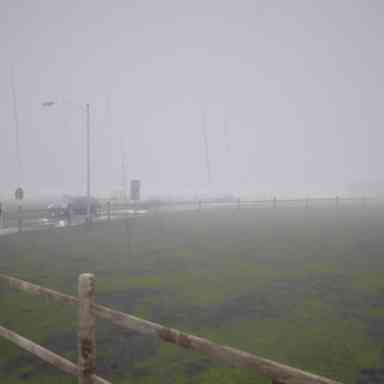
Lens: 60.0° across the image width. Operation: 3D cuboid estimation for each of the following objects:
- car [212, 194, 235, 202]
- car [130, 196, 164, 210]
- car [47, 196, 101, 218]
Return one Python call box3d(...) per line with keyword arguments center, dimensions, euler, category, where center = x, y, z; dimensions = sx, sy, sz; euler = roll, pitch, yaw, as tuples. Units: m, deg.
box3d(center=(5.319, 1.002, 55.038), dimensions=(2.033, 1.411, 5.357), euler=(1, 1, 32), category="car")
box3d(center=(-4.919, 1.200, 37.126), dimensions=(1.812, 1.442, 4.674), euler=(0, 1, 28), category="car")
box3d(center=(-9.701, 1.138, 27.587), dimensions=(2.097, 1.767, 4.553), euler=(0, 1, 27), category="car")
